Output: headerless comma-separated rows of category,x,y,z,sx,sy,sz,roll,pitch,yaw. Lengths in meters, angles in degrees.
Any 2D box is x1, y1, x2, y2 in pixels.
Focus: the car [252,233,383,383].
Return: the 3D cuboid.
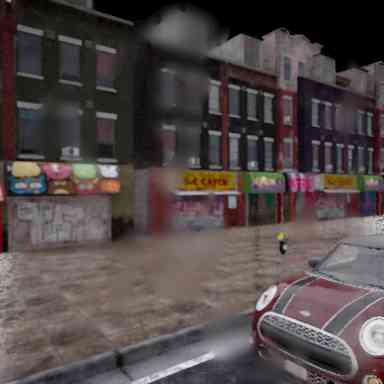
car,2.758,1.395,4.789,4.097,1.590,1.967,-1,0,-35
